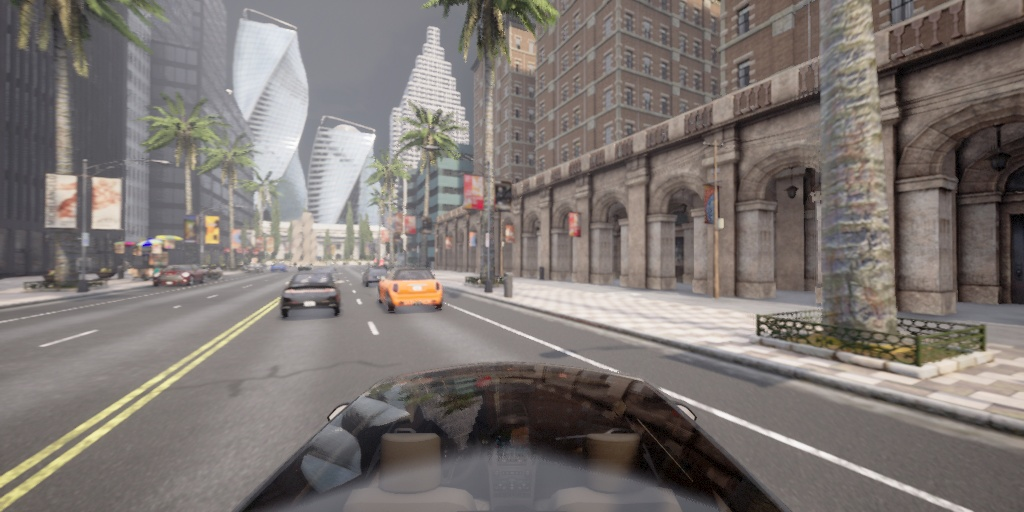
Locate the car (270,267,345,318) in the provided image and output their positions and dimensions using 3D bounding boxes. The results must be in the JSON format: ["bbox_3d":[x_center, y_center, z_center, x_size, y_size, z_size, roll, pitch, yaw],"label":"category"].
[{"bbox_3d":[-7.649,1.375,13.913,2.128,1.511,4.902,0,-1,-26],"label":"car"}]

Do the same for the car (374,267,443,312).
[{"bbox_3d":[-4.468,1.253,15.378,2.097,1.767,4.553,0,-1,-26],"label":"car"}]

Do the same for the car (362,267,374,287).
[{"bbox_3d":[-10.620,1.589,28.058,2.033,1.411,5.357,0,-1,-26],"label":"car"}]

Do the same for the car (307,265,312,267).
[{"bbox_3d":[-13.773,1.569,26.545,2.033,1.411,5.357,0,-1,-26],"label":"car"}]
